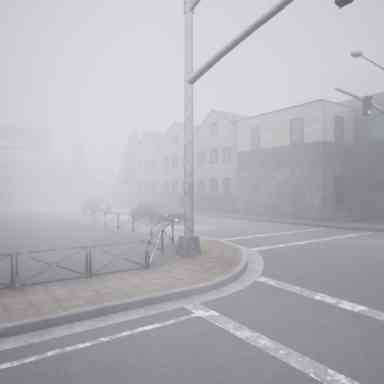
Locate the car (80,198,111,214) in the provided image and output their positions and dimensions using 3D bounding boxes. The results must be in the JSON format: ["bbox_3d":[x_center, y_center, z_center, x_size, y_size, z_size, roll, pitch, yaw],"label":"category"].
[{"bbox_3d":[-9.536,1.314,32.849,2.128,1.511,4.902,0,0,-35],"label":"car"}]

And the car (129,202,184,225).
[{"bbox_3d":[-2.507,1.370,22.909,2.033,1.411,5.357,0,0,-35],"label":"car"}]
